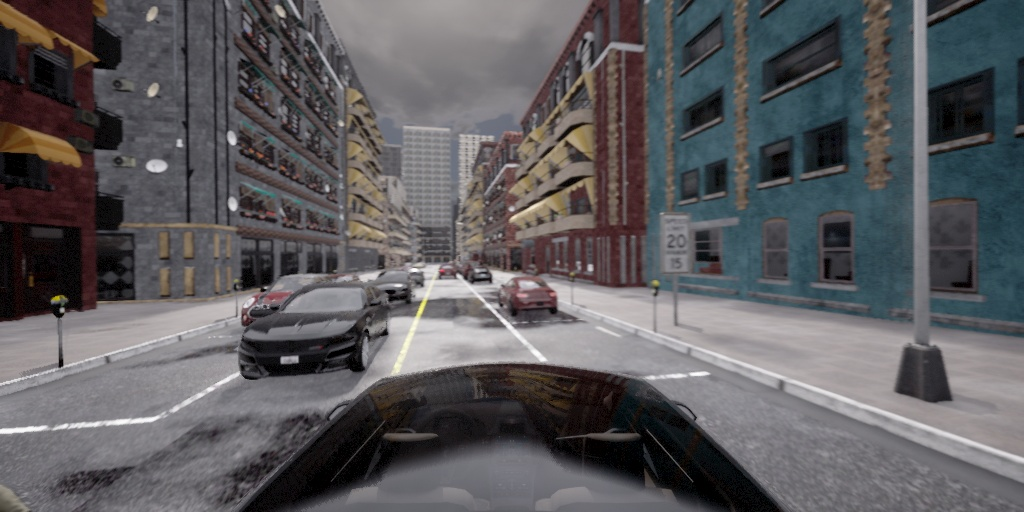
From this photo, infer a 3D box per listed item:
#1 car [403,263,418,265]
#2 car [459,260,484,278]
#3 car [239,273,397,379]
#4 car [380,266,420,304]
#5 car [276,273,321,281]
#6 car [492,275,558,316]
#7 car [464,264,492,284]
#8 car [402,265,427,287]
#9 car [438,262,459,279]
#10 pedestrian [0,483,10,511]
[{"bbox_3d":[-14.634,1.748,50.257,1.967,1.591,4.097,0,0,-11],"label":"car"},{"bbox_3d":[-3.719,1.376,35.448,2.192,1.841,5.009,0,0,-11],"label":"car"},{"bbox_3d":[-3.868,1.323,7.866,1.882,1.535,5.008,-1,0,-12],"label":"car"},{"bbox_3d":[-5.759,1.450,17.592,1.837,1.490,4.892,-1,0,-11],"label":"car"},{"bbox_3d":[-7.203,1.359,12.133,1.967,1.591,4.097,0,0,-11],"label":"car"},{"bbox_3d":[0.532,1.420,13.664,1.802,1.307,4.207,0,0,-11],"label":"car"},{"bbox_3d":[-2.658,1.571,30.002,1.948,1.339,4.313,0,0,-11],"label":"car"},{"bbox_3d":[-7.658,1.609,27.353,1.994,1.385,4.181,-1,0,-11],"label":"car"},{"bbox_3d":[-6.935,1.652,38.808,1.812,1.442,4.674,-1,0,-11],"label":"car"},{"bbox_3d":[-3.786,1.095,2.347,0.375,1.860,0.375,-1,0,-11],"label":"pedestrian"}]
